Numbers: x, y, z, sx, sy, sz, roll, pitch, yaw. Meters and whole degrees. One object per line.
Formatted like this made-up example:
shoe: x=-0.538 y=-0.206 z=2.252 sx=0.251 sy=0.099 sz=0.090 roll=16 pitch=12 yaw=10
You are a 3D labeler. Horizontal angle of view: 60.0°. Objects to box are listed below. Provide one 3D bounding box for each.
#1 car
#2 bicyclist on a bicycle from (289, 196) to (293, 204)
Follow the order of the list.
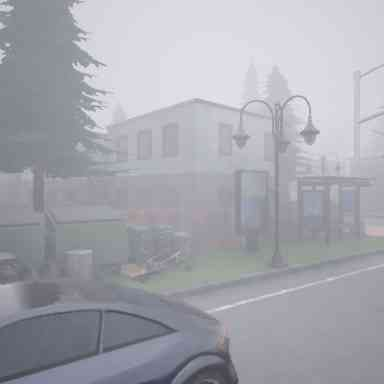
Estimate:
car: x=-1.604 y=1.564 z=2.841 sx=4.181 sy=1.385 sz=1.994 roll=0 pitch=0 yaw=-35
bicyclist on a bicycle: x=10.687 y=1.284 z=36.345 sx=0.582 sy=1.620 sz=1.656 roll=0 pitch=0 yaw=44
